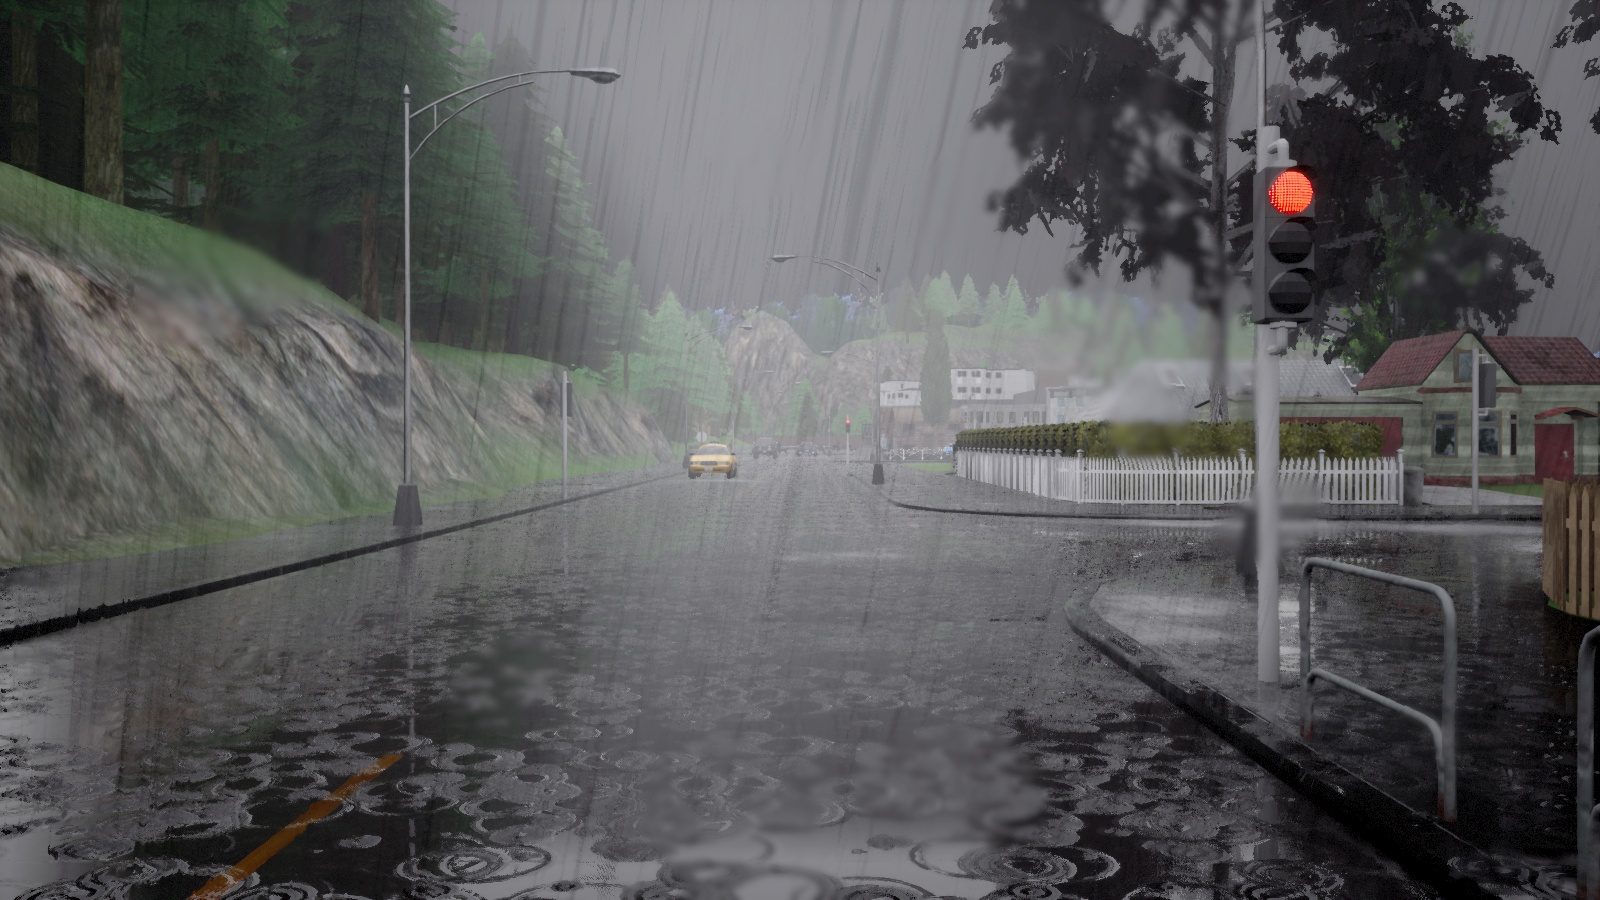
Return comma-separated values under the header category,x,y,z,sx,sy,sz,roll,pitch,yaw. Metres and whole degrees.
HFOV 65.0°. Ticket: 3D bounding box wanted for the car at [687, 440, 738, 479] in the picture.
category,x,y,z,sx,sy,sz,roll,pitch,yaw
car,-3.692,0.379,53.706,1.801,1.575,5.366,0,0,0
